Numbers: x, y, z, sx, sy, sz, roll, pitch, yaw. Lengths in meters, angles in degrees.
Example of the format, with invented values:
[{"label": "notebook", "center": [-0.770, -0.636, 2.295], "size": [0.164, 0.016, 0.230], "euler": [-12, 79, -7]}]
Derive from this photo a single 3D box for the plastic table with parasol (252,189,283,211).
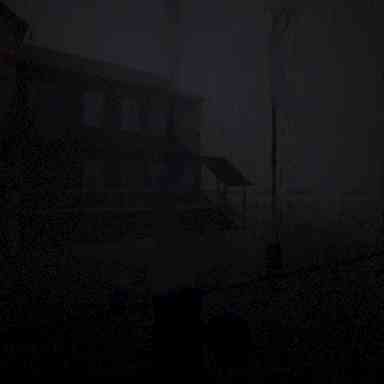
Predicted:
[{"label": "plastic table with parasol", "center": [8.773, 0.902, 38.861], "size": [2.482, 2.480, 2.482], "euler": [0, 0, -35]}]
